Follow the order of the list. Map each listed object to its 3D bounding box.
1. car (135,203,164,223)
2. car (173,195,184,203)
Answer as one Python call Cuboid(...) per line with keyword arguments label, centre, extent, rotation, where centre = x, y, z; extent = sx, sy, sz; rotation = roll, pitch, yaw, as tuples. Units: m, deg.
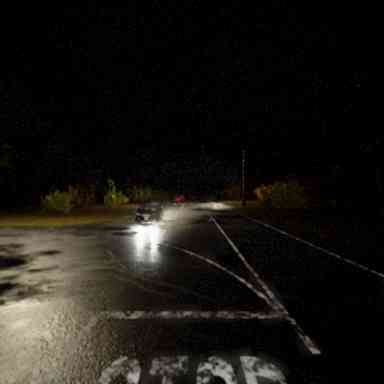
Cuboid(label="car", centre=(-3.385, 1.661, 27.158), extent=(2.128, 1.511, 4.902), rotation=(0, 0, 0))
Cuboid(label="car", centre=(-3.143, 1.646, 79.248), extent=(2.150, 2.045, 5.566), rotation=(0, 0, 2))
